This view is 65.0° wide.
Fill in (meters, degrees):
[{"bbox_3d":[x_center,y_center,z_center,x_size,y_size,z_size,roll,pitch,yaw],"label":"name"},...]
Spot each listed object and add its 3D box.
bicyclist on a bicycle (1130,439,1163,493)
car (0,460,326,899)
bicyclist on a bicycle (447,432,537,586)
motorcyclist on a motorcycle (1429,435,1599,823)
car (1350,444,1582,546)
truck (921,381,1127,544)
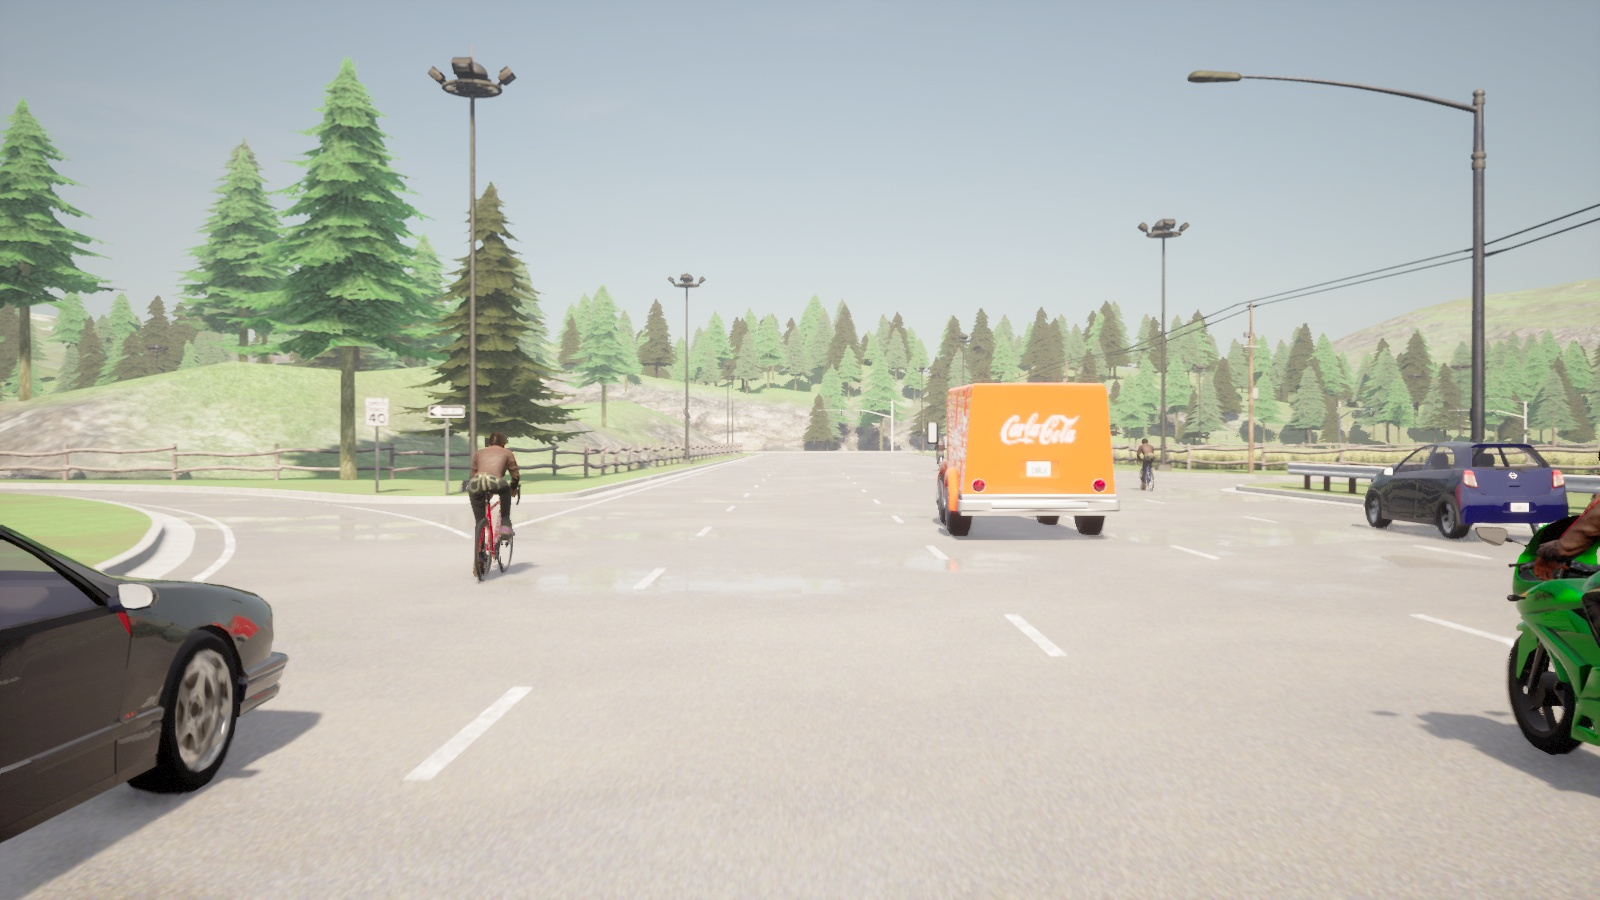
[{"bbox_3d":[10.735,0.489,38.941,0.582,1.620,1.656,0,0,0],"label":"bicyclist on a bicycle"},{"bbox_3d":[-3.463,0.770,3.765,2.033,1.411,5.357,0,0,0],"label":"car"},{"bbox_3d":[-3.406,0.618,14.007,0.582,1.620,1.656,0,0,0],"label":"bicyclist on a bicycle"},{"bbox_3d":[3.545,0.702,5.261,0.797,1.523,2.044,0,0,0],"label":"motorcyclist on a motorcycle"},{"bbox_3d":[10.630,0.654,20.358,1.845,1.501,3.633,0,0,0],"label":"car"},{"bbox_3d":[3.638,0.149,21.595,2.627,2.467,5.204,0,1,0],"label":"truck"}]
